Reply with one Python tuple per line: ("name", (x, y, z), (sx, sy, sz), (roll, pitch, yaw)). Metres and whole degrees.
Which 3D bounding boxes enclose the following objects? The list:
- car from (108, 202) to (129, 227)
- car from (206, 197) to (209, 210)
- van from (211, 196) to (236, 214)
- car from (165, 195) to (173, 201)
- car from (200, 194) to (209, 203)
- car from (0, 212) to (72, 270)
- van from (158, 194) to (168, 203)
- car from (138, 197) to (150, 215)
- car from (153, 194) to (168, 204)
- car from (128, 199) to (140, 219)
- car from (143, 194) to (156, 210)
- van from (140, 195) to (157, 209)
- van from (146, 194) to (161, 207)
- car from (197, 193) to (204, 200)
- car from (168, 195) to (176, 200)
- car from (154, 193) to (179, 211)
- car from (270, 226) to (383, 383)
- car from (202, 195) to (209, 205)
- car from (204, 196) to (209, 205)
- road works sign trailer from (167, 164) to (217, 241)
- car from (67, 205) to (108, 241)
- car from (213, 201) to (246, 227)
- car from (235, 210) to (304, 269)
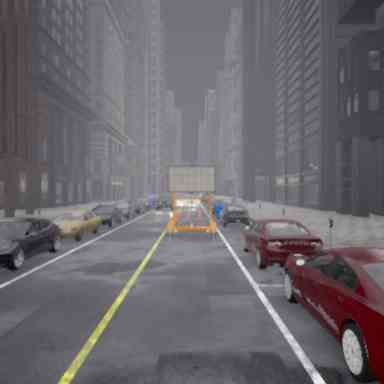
("car", (-5.773, 1.521, 22.175), (1.947, 1.339, 4.313), (0, 0, 0))
("car", (2.747, 1.489, 33.469), (2.008, 1.369, 4.403), (0, 0, 0))
("van", (2.750, 1.287, 27.832), (1.690, 1.788, 3.998), (0, 0, 0))
("car", (-5.799, 1.437, 84.178), (1.887, 1.381, 4.507), (0, 0, 0))
("car", (2.738, 1.456, 56.013), (1.887, 1.381, 4.507), (0, 0, 0))
("car", (-5.768, 1.542, 10.903), (1.947, 1.339, 4.313), (0, 0, 0))
("van", (-5.792, 1.243, 67.267), (1.690, 1.788, 3.998), (0, 0, 0))
("car", (-5.778, 1.503, 33.449), (1.947, 1.339, 4.313), (0, 0, 0))
("car", (-5.790, 1.221, 61.631), (2.192, 1.841, 5.009), (0, 0, 0))
("car", (-5.775, 1.528, 27.813), (1.802, 1.307, 4.206), (0, 0, 0))
("car", (-5.780, 1.370, 39.086), (1.967, 1.590, 4.097), (0, 0, 0))
("van", (-5.783, 1.264, 44.722), (1.690, 1.788, 3.998), (0, 0, 0))
("van", (-5.785, 1.258, 50.358), (1.690, 1.788, 3.998), (0, 0, 0))
("car", (2.733, 1.217, 67.285), (2.192, 1.841, 5.009), (0, 0, 0))
("car", (-5.803, 1.455, 95.451), (1.947, 1.339, 4.313), (0, 0, 0))
("car", (-3.109, 1.148, 40.079), (2.150, 2.045, 5.566), (0, 0, 0))
("car", (2.759, 1.533, 5.287), (1.887, 1.381, 4.507), (0, 0, 0))
("car", (2.743, 1.474, 44.741), (2.008, 1.369, 4.403), (0, 0, 0))
("car", (2.745, 1.512, 39.105), (1.802, 1.307, 4.206), (0, 0, 0))
("road works sign trailer", (-0.006, 0.430, 16.578), (2.380, 3.560, 2.880), (0, 0, 0))
("car", (-5.770, 1.491, 16.369), (1.752, 1.417, 4.829), (0, 0, 0))
("car", (2.752, 1.506, 22.196), (2.008, 1.369, 4.403), (0, 0, 0))
("car", (2.757, 1.521, 10.924), (1.887, 1.381, 4.507), (0, 0, 0))
